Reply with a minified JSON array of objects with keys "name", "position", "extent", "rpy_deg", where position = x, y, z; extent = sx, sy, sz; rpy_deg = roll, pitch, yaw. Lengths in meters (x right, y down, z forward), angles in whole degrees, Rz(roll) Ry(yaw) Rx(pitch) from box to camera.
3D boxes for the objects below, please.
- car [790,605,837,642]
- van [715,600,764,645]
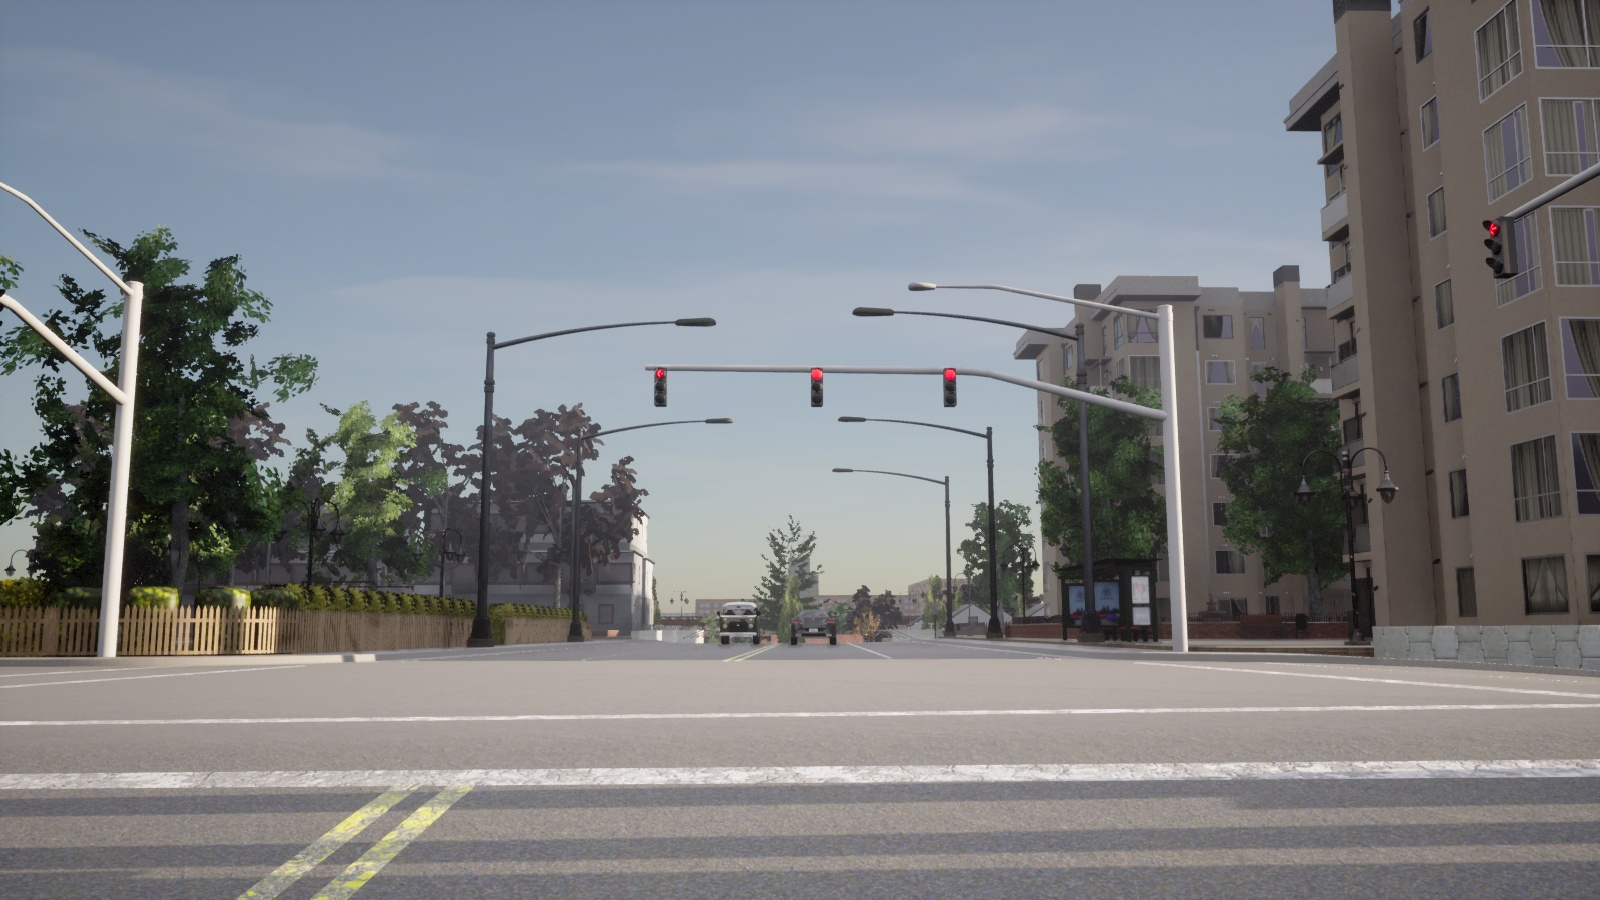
[{"name":"car","position":[0.630,8.293,59.848],"extent":[2.152,1.651,5.027],"rpy_deg":[0,-8,1]},{"name":"van","position":[-2.867,8.285,60.135],"extent":[2.069,2.038,4.480],"rpy_deg":[0,-8,1]}]
